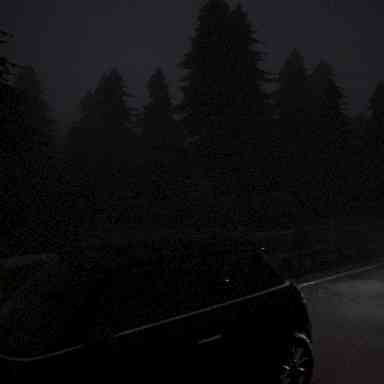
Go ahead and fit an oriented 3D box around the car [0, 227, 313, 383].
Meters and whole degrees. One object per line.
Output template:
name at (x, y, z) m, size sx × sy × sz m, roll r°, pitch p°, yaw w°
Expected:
car at (-0.851, 1.343, 3.387) m, size 4.553 × 1.767 × 2.097 m, roll -1°, pitch 0°, yaw -35°
